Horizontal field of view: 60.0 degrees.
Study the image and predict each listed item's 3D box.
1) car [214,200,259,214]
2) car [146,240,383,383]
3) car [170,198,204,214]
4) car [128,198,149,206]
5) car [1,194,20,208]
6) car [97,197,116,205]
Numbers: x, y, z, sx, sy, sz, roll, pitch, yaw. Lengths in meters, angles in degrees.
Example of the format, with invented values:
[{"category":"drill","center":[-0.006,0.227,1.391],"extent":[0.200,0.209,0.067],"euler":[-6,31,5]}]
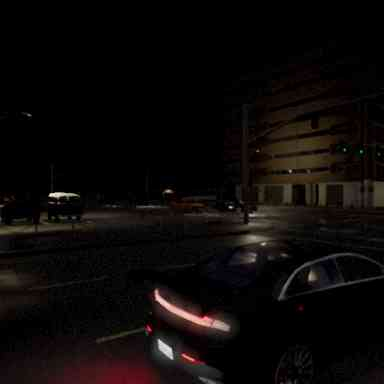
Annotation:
[{"category":"car","center":[4.555,1.541,35.126],"extent":[2.033,1.411,5.357],"euler":[0,0,-34]},{"category":"car","center":[1.722,1.481,4.960],"extent":[4.902,1.511,2.128],"euler":[0,0,-34]},{"category":"car","center":[-0.609,1.480,36.498],"extent":[1.882,1.535,5.008],"euler":[0,0,-34]},{"category":"car","center":[-8.906,1.595,54.984],"extent":[1.895,1.301,4.718],"euler":[0,0,-34]},{"category":"car","center":[-31.205,1.195,56.690],"extent":[1.932,1.855,4.605],"euler":[0,0,-34]},{"category":"car","center":[-14.934,1.551,57.705],"extent":[2.033,1.411,5.357],"euler":[0,0,-34]}]
